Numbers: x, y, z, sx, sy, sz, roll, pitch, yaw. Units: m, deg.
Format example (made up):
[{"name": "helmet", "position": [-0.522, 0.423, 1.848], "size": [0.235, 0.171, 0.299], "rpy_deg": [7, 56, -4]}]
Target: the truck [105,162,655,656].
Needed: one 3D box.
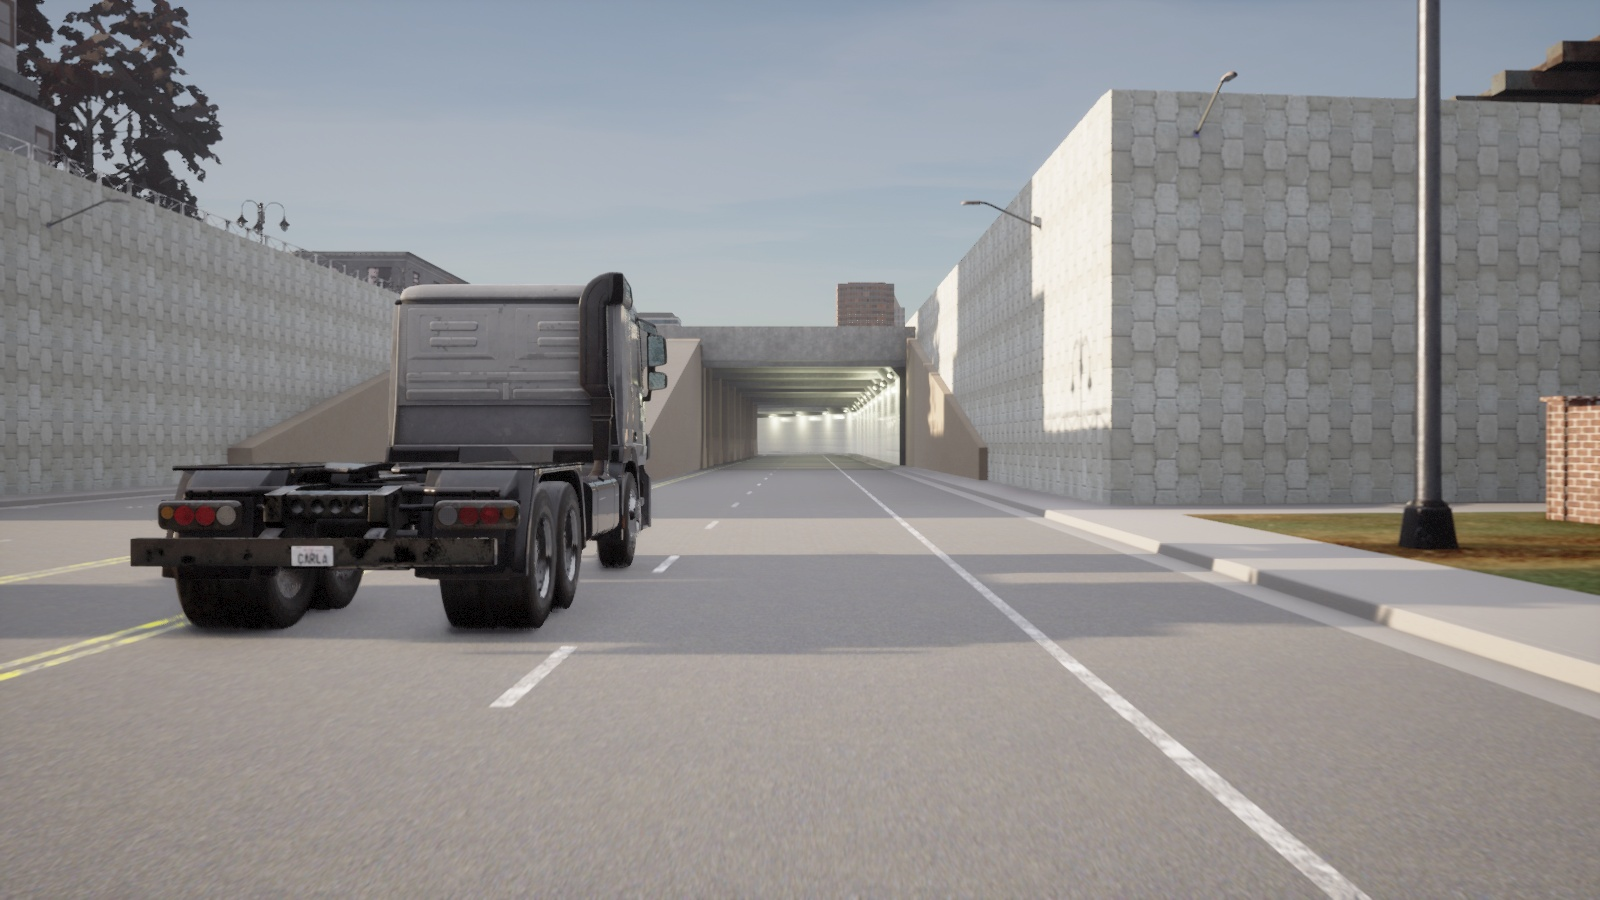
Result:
[{"name": "truck", "position": [-3.405, -0.310, 12.774], "size": [2.891, 3.462, 7.936], "rpy_deg": [0, 0, 0]}]
